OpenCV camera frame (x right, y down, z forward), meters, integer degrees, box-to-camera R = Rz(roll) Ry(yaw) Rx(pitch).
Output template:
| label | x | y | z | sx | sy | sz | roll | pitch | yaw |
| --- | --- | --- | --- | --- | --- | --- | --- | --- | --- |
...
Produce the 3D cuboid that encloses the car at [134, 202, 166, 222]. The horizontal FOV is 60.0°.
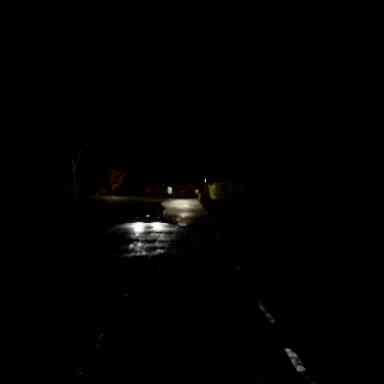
| label | x | y | z | sx | sy | sz | roll | pitch | yaw |
| --- | --- | --- | --- | --- | --- | --- | --- | --- | --- |
| car | -2.973 | 1.409 | 24.384 | 1.994 | 1.385 | 4.181 | 0 | 0 | 0 |
